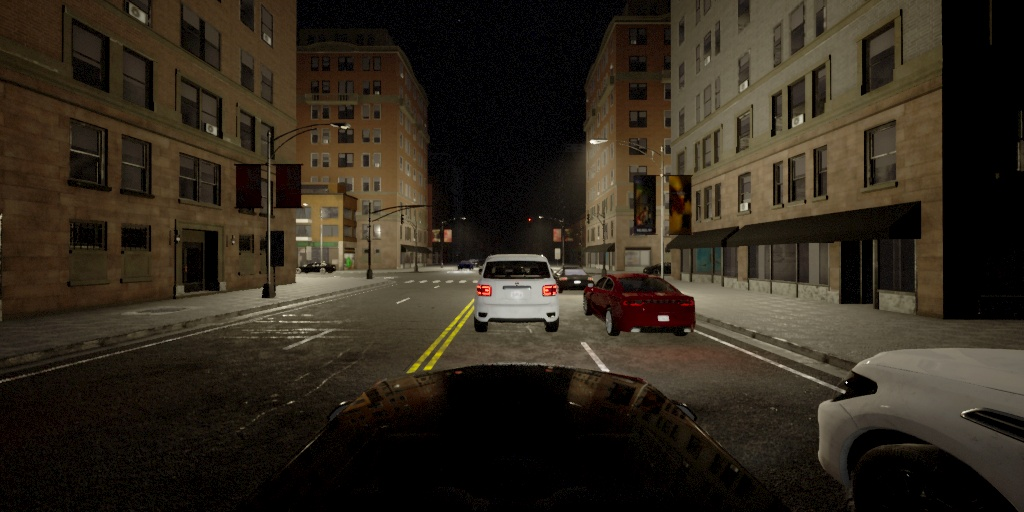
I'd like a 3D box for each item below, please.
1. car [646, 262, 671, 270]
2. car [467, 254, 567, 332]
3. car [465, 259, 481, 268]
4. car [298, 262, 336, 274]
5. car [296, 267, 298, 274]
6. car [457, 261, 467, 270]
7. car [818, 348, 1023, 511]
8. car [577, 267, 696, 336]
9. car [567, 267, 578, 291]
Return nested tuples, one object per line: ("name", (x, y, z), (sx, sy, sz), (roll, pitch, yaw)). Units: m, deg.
("car", (16.085, 1.351, 37.847), (4.181, 1.385, 1.994), (0, 0, 0))
("car", (0.116, 0.971, 10.963), (2.150, 2.045, 5.566), (0, 0, 0))
("car", (-6.497, 1.230, 60.661), (2.128, 1.511, 4.902), (0, 0, 0))
("car", (-22.070, 1.326, 40.283), (4.313, 1.339, 1.948), (0, 0, 0))
("car", (-22.123, 1.169, 32.258), (4.097, 1.591, 1.967), (0, 0, 0))
("car", (-6.529, 1.344, 50.824), (1.895, 1.301, 4.718), (0, 0, 0))
("car", (3.347, 0.972, 0.237), (2.150, 2.045, 5.566), (0, 0, 0))
("car", (3.362, 1.228, 10.397), (1.882, 1.535, 5.008), (0, 0, 0))
("car", (3.376, 1.313, 20.485), (1.994, 1.385, 4.181), (0, 0, 0))
